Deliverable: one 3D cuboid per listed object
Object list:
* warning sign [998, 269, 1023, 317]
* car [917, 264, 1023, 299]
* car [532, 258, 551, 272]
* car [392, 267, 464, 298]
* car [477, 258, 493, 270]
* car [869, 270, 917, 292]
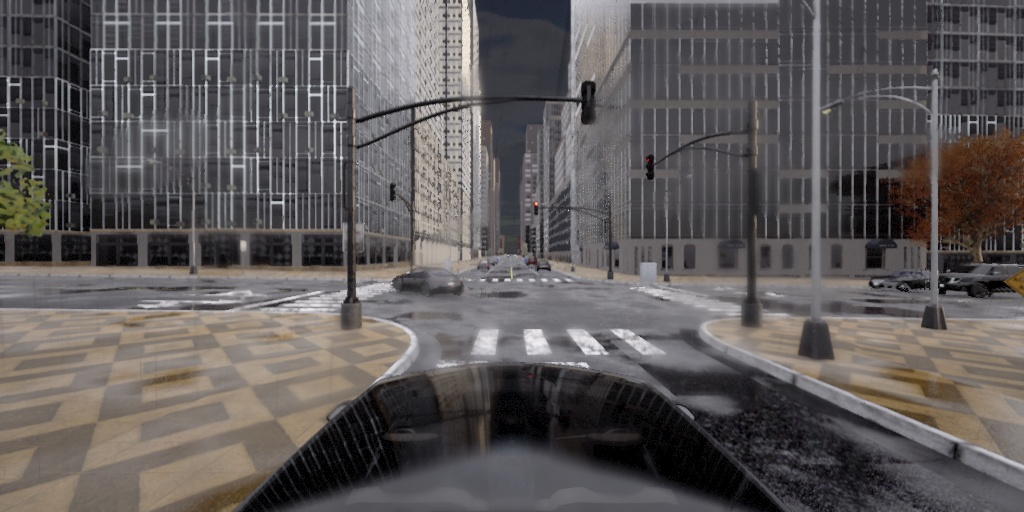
[{"bbox_3d":[17.274,1.188,11.897,1.060,1.860,1.300,0,0,-3],"label":"warning sign"},{"bbox_3d":[28.812,1.481,21.890,5.566,2.045,2.150,1,0,-3],"label":"car"},{"bbox_3d":[3.925,1.258,45.698,1.948,1.339,4.313,0,0,0],"label":"car"},{"bbox_3d":[-4.298,1.239,18.067,4.181,1.385,1.994,1,-1,44],"label":"car"},{"bbox_3d":[-4.028,1.262,51.191,1.802,1.307,4.207,0,0,0],"label":"car"},{"bbox_3d":[27.863,1.728,25.100,4.902,1.511,2.128,1,0,-3],"label":"car"}]
